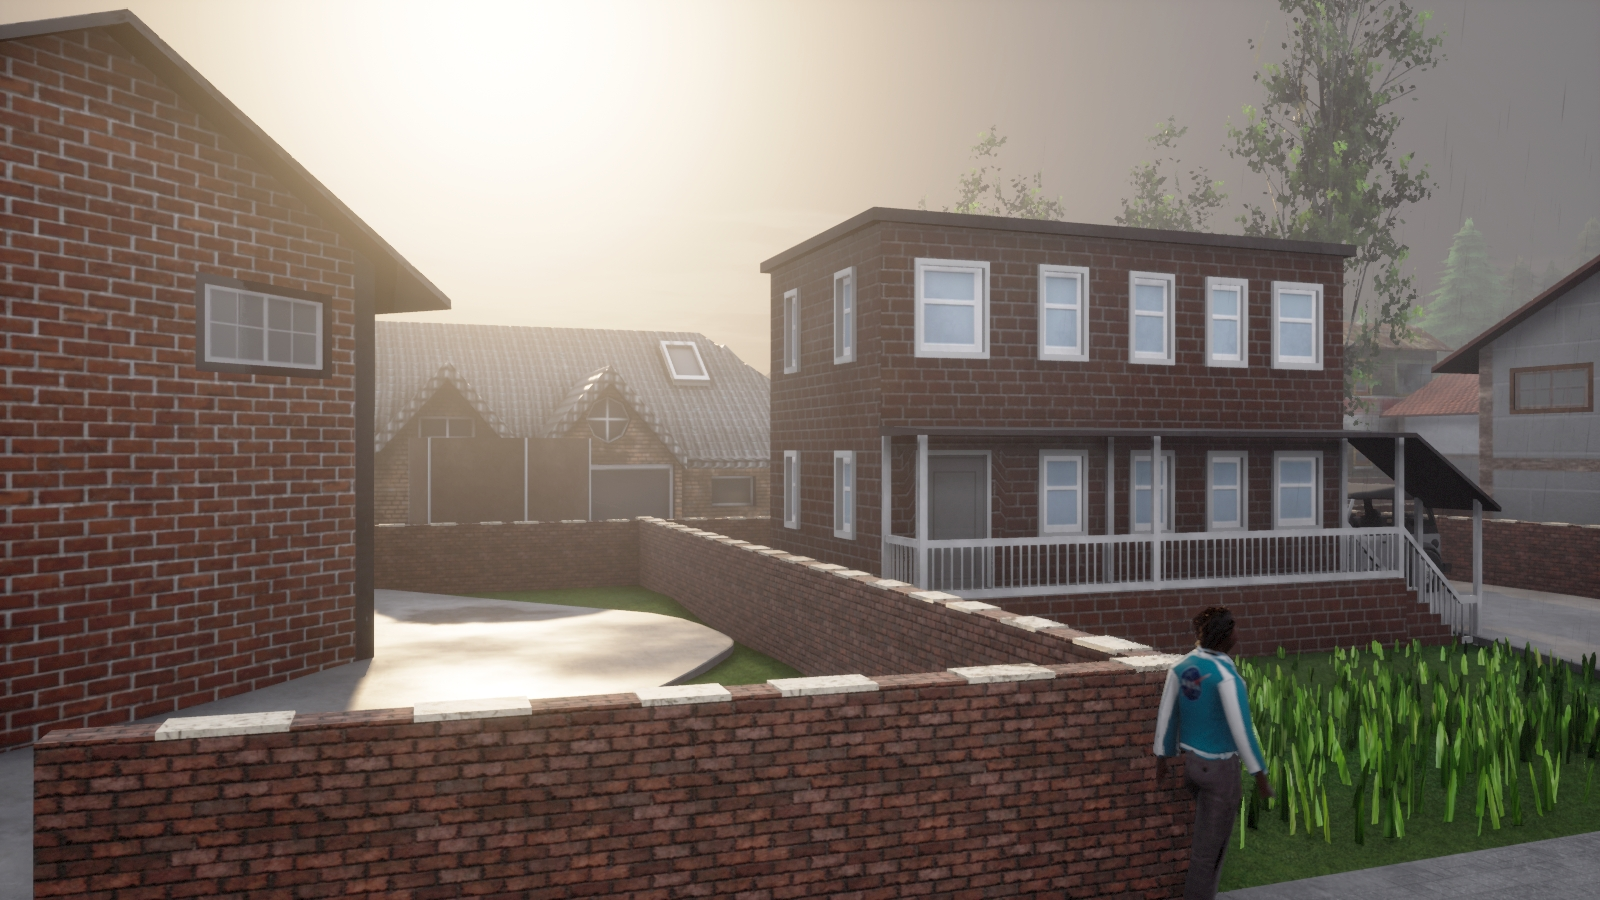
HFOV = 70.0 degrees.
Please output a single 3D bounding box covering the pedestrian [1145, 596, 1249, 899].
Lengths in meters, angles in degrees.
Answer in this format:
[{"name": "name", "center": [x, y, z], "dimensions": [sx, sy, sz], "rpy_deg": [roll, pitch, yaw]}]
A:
[{"name": "pedestrian", "center": [2.134, 1.749, 6.159], "dimensions": [0.375, 1.860, 0.375], "rpy_deg": [0, 0, -23]}]
